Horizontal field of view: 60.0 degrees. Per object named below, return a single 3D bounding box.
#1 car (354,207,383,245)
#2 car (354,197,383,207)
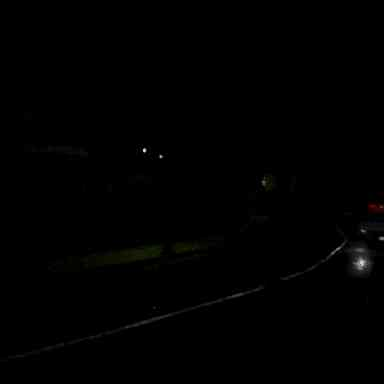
[{"bbox_3d":[8.802,1.651,15.774,1.812,1.442,4.674,0,0,26],"label":"car"},{"bbox_3d":[17.603,1.480,32.540,2.150,2.045,5.566,0,0,12],"label":"car"}]
